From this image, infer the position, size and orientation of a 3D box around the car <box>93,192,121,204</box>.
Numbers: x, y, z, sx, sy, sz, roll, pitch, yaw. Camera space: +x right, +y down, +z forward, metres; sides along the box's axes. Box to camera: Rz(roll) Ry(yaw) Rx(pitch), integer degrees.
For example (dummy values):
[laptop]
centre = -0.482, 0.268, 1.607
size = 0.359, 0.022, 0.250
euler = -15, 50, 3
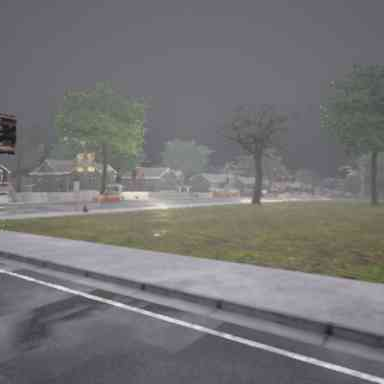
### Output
[car]
centre = -13.617, 0.864, 53.206
size = 2.097, 1.767, 4.553
euler = 2, 1, 36
